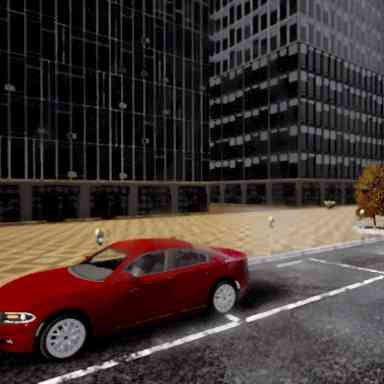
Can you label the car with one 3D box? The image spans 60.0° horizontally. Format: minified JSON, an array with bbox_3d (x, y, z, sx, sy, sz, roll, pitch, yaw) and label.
[{"bbox_3d":[-0.951,1.532,5.883,4.507,1.381,1.887,0,0,-36],"label":"car"}]
